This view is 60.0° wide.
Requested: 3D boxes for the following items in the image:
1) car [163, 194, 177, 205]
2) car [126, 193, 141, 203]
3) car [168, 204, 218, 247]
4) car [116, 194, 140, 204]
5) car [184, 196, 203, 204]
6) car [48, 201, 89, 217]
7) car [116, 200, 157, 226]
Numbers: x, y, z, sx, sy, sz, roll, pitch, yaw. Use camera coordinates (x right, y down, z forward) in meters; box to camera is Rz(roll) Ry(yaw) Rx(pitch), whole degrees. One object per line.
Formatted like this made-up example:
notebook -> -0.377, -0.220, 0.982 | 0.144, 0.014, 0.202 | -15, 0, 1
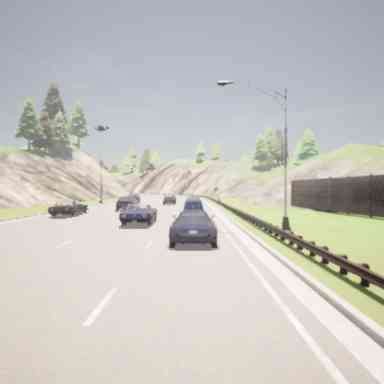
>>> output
car -> -3.364, 1.108, 51.115 | 2.128, 1.511, 4.902 | 0, 0, 0
car -> -10.408, 1.032, 59.350 | 1.882, 1.535, 5.008 | 0, 0, 0
car -> 0.060, 1.456, 14.464 | 1.994, 1.385, 4.181 | 0, 1, 1
car -> -6.849, 1.238, 35.602 | 1.837, 1.490, 4.892 | 0, 1, 0
car -> 0.153, 1.215, 34.967 | 1.882, 1.535, 5.008 | 0, 1, 0
car -> -10.384, 1.387, 28.351 | 1.895, 1.301, 4.718 | 0, 0, 0
car -> -3.397, 1.436, 21.914 | 1.895, 1.301, 4.718 | 0, 0, 0
